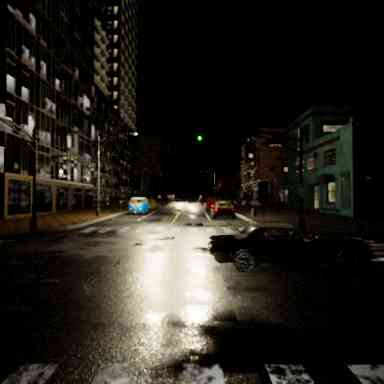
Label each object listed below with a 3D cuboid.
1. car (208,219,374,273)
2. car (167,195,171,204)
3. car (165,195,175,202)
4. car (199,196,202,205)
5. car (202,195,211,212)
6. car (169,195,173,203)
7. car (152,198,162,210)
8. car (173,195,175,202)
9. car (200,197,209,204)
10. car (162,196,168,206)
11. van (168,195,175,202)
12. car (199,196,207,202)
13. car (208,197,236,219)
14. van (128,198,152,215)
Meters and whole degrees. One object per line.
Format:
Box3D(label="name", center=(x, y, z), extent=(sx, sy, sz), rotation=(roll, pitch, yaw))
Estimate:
Box3D(label="car", center=(2.863, 1.641, 10.234), extent=(4.718, 1.301, 1.895), rotation=(0, 0, 1))
Box3D(label="car", center=(-5.643, 1.803, 63.594), extent=(1.947, 1.339, 4.313), rotation=(1, 0, 0))
Box3D(label="car", center=(-5.625, 1.636, 86.291), extent=(2.192, 1.841, 5.009), rotation=(1, 0, 0))
Box3D(label="car", center=(2.741, 1.556, 63.629), extent=(2.192, 1.841, 5.009), rotation=(1, 0, 0))
Box3D(label="car", center=(2.728, 1.472, 40.933), extent=(2.192, 1.841, 5.009), rotation=(1, 0, 0))
Box3D(label="car", center=(-5.640, 1.824, 69.268), extent=(1.947, 1.339, 4.313), rotation=(1, 0, 0))
Box3D(label="car", center=(-5.652, 1.699, 46.402), extent=(1.752, 1.417, 4.829), rotation=(1, 0, 0))
Box3D(label="car", center=(-5.633, 1.851, 80.616), extent=(2.008, 1.369, 4.403), rotation=(1, 0, 0))
Box3D(label="car", center=(2.743, 1.849, 74.976), extent=(1.947, 1.339, 4.313), rotation=(1, 0, 0))
Box3D(label="car", center=(-5.647, 1.798, 57.920), extent=(1.802, 1.307, 4.206), rotation=(1, 0, 0))
Box3D(label="van", center=(-5.623, 1.683, 91.965), extent=(1.690, 1.788, 3.998), rotation=(1, 0, 0))
Box3D(label="car", center=(2.752, 1.765, 86.324), extent=(1.967, 1.590, 4.097), rotation=(1, 0, 0))
Box3D(label="car", center=(2.719, 1.555, 29.585), extent=(1.967, 1.590, 4.097), rotation=(1, 0, 0))
Box3D(label="van", center=(-5.656, 1.473, 35.225), extent=(1.690, 1.788, 3.998), rotation=(1, 0, 0))
